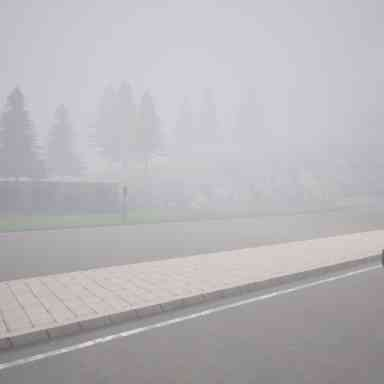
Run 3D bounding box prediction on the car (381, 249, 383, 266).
[{"bbox_3d":[7.044,1.601,8.771,4.718,1.301,1.895,0,0,-36],"label":"car"}]
